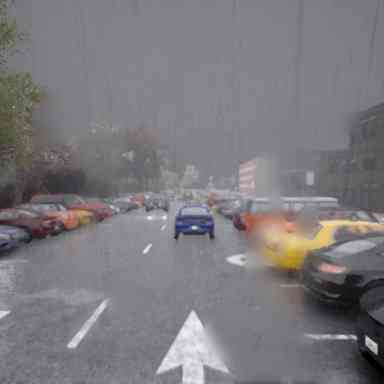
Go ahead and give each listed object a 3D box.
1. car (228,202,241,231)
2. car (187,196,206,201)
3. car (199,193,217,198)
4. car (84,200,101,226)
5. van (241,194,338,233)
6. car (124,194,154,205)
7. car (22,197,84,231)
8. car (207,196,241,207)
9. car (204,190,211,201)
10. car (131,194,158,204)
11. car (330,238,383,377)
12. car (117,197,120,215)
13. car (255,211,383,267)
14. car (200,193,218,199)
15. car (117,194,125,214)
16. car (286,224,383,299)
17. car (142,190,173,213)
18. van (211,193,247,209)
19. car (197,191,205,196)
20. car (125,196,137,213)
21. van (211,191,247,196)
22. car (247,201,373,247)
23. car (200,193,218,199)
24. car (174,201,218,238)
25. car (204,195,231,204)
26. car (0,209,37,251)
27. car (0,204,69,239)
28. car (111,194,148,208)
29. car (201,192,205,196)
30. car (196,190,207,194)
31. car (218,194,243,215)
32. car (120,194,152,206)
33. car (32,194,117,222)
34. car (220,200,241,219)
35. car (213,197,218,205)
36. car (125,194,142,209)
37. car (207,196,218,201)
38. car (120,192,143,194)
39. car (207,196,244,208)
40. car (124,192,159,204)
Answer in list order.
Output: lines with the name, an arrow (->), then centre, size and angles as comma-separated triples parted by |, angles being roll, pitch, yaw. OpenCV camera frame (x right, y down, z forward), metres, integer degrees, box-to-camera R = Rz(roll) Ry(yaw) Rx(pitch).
car -> 4.577, 1.470, 17.713 | 4.792, 1.488, 2.163 | 0, 0, 0
car -> 0.115, 1.448, 36.007 | 2.033, 1.411, 5.357 | 0, 0, 0
car -> 4.423, 0.941, 93.957 | 5.008, 1.535, 2.097 | 0, 0, 0
car -> -8.536, 1.433, 20.481 | 5.008, 1.535, 2.097 | 0, 0, 0
van -> 4.663, 1.223, 14.865 | 4.442, 1.987, 1.878 | 0, 0, 0
car -> -8.549, 1.187, 53.776 | 4.553, 1.767, 2.185 | 0, 0, 0
car -> -8.501, 1.315, 17.695 | 4.553, 1.767, 2.185 | 0, 0, 0
car -> 4.589, 1.363, 48.329 | 4.792, 1.488, 2.163 | 0, 0, 0
car -> 4.585, 1.115, 39.978 | 5.566, 2.045, 2.435 | 0, 0, 0
car -> -8.485, 1.165, 59.471 | 4.553, 1.767, 2.185 | 0, 0, 0
car -> 4.547, 1.473, 3.795 | 5.008, 1.535, 2.097 | 0, 0, 0
car -> -8.536, 1.417, 26.051 | 4.892, 1.521, 2.231 | 0, 0, 0
car -> 4.729, 1.458, 9.362 | 5.366, 1.575, 1.946 | 0, 0, 0
car -> 4.397, 1.014, 88.306 | 4.674, 1.452, 2.002 | 0, 0, 0
car -> -8.559, 1.281, 28.837 | 4.553, 1.767, 2.185 | 0, 0, 0
car -> 4.540, 1.508, 6.579 | 4.674, 1.452, 2.002 | 0, 0, 0
car -> -3.581, 1.124, 35.561 | 2.150, 2.045, 5.566 | 0, 0, 0
van -> 4.674, 1.130, 42.637 | 4.442, 1.987, 1.878 | 0, 0, 0
car -> 4.354, 1.036, 82.653 | 4.792, 1.488, 2.163 | 0, 0, 0
car -> -8.496, 1.416, 34.406 | 4.792, 1.488, 2.163 | 0, 0, 0
van -> 4.672, 1.151, 37.195 | 4.442, 1.987, 1.878 | 0, 0, 0
car -> 4.576, 1.329, 12.145 | 4.553, 1.767, 2.185 | 0, 0, 0
car -> 4.389, 1.030, 85.480 | 4.674, 1.452, 2.002 | 0, 0, 0
car -> 0.107, 1.439, 17.376 | 1.882, 1.535, 5.008 | 0, 0, 0
car -> 4.549, 1.332, 59.320 | 4.674, 1.452, 2.002 | -1, 0, 0
car -> -8.537, 1.495, 12.127 | 4.674, 1.452, 2.002 | 0, 0, 0
car -> -8.528, 1.448, 14.911 | 5.008, 1.535, 2.097 | 0, 0, 0
car -> -8.490, 1.219, 45.546 | 4.553, 1.767, 2.185 | 0, 0, 0
car -> 4.748, 1.299, 56.678 | 5.366, 1.575, 1.946 | 0, 0, 0
car -> 4.223, 0.954, 91.132 | 5.366, 1.575, 1.946 | 0, 0, 0
car -> 4.582, 1.291, 26.061 | 4.553, 1.767, 2.185 | 0, 0, 0
car -> -8.551, 1.198, 50.991 | 4.553, 1.767, 2.185 | 0, 0, 0
car -> -8.502, 1.173, 23.267 | 5.566, 2.045, 2.435 | 0, 0, 0
car -> 4.547, 1.465, 23.279 | 4.674, 1.452, 2.002 | 0, 0, 0
car -> 4.546, 1.408, 28.846 | 4.892, 1.521, 2.231 | 0, 0, 0
car -> -8.709, 1.363, 39.852 | 5.366, 1.575, 1.946 | 0, 0, 0
car -> 4.367, 1.394, 31.629 | 5.366, 1.575, 1.946 | 0, 0, 0
car -> -8.551, 1.104, 42.636 | 5.566, 2.045, 2.435 | 0, 0, 0
car -> 4.565, 1.346, 45.545 | 4.892, 1.521, 2.231 | 0, 0, 0
car -> -8.546, 1.050, 56.685 | 5.566, 2.045, 2.435 | 0, 0, 0
